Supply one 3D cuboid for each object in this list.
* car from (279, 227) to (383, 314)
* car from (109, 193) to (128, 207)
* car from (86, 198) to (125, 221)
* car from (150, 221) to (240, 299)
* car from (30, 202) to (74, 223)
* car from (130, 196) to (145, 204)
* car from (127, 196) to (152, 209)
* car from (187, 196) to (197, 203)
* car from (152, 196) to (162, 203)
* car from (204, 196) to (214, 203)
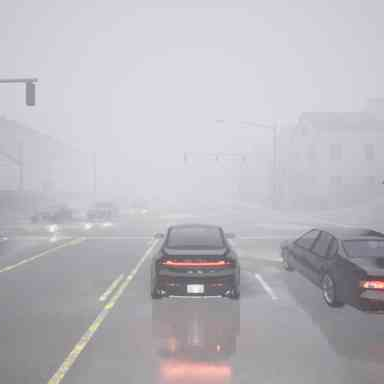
[{"bbox_3d":[3.577,1.547,7.871,2.033,1.411,5.357,0,0,0],"label":"car"},{"bbox_3d":[-10.581,1.221,47.782,2.150,2.045,5.566,0,0,0],"label":"car"},{"bbox_3d":[-7.094,1.504,27.068,1.837,1.490,4.892,0,0,0],"label":"car"},{"bbox_3d":[0.078,1.505,8.448,1.837,1.490,4.892,0,0,0],"label":"car"},{"bbox_3d":[-10.594,1.525,25.572,1.812,1.442,4.674,0,0,0],"label":"car"},{"bbox_3d":[-10.514,1.547,64.547,2.033,1.411,5.357,0,0,1],"label":"car"},{"bbox_3d":[-7.087,1.478,45.397,1.882,1.535,5.008,0,0,0],"label":"car"},{"bbox_3d":[0.019,1.547,69.214,2.033,1.411,5.357,0,0,0],"label":"car"},{"bbox_3d":[-7.012,1.507,66.578,1.837,1.490,4.892,0,-1,1],"label":"car"},{"bbox_3d":[3.517,1.545,69.213,2.033,1.411,5.357,0,0,0],"label":"car"}]
